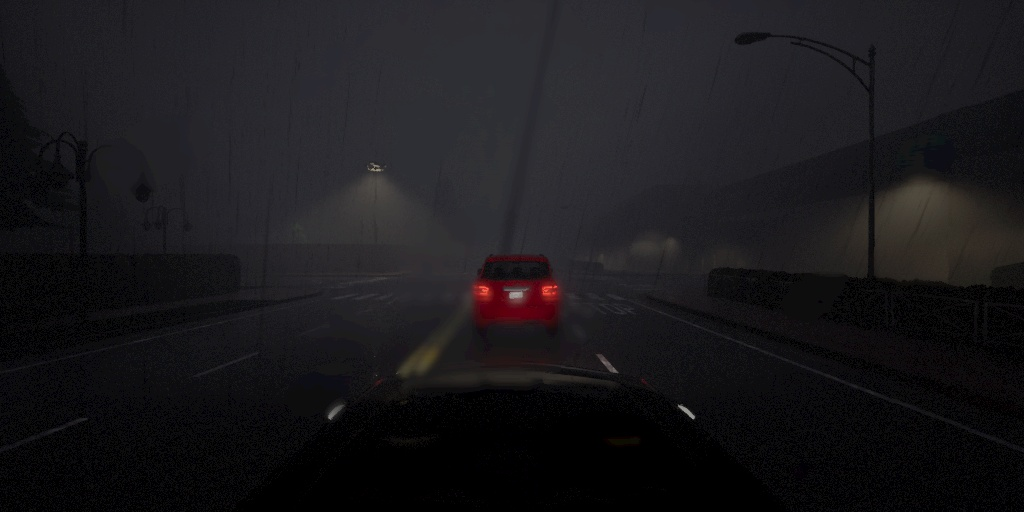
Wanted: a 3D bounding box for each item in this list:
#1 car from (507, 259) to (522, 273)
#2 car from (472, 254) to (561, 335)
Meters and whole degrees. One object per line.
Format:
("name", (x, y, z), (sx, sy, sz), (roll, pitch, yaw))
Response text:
("car", (0.333, 1.228, 45.522), (1.882, 1.535, 5.008), (0, 0, 1))
("car", (0.116, 0.971, 10.664), (2.150, 2.045, 5.566), (0, 0, 0))
